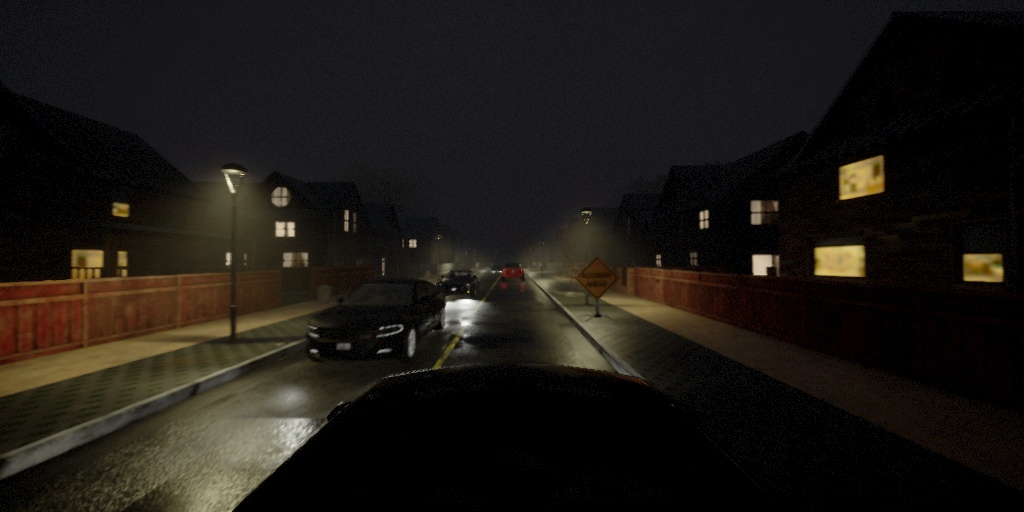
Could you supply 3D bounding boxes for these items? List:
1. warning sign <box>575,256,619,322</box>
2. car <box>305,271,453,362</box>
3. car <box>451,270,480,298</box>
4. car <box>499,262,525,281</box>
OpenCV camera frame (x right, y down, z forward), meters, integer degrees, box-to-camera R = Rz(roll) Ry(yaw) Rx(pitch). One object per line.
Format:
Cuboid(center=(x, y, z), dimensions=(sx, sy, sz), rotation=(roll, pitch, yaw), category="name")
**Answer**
Cuboid(center=(2.518, 0.929, 10.550), dimensions=(1.300, 1.860, 1.060), rotation=(0, 0, 0), category="warning sign")
Cuboid(center=(-2.852, 1.276, 8.569), dimensions=(1.882, 1.535, 5.008), rotation=(0, 0, 0), category="car")
Cuboid(center=(-2.838, 1.455, 19.500), dimensions=(1.994, 1.385, 4.181), rotation=(0, -1, 0), category="car")
Cuboid(center=(0.097, 1.378, 33.549), dimensions=(2.097, 1.767, 4.553), rotation=(0, -1, 0), category="car")
